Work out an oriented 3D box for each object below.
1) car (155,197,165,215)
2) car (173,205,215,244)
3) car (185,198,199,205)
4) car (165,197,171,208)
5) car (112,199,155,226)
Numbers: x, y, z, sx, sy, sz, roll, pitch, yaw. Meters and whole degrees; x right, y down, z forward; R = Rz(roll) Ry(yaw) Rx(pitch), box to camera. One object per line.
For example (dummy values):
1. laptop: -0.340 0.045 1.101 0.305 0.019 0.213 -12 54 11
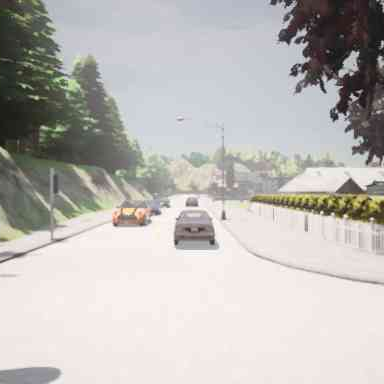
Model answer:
1. car: -4.087 1.507 33.093 1.812 1.442 4.674 0 0 0
2. car: 0.095 1.538 15.720 2.033 1.411 5.357 0 0 0
3. car: -0.010 1.536 49.632 1.994 1.385 4.181 0 0 0
4. car: -4.062 1.462 46.993 2.128 1.511 4.902 0 0 0
5. car: -4.094 1.339 23.173 2.097 1.767 4.553 0 0 0
